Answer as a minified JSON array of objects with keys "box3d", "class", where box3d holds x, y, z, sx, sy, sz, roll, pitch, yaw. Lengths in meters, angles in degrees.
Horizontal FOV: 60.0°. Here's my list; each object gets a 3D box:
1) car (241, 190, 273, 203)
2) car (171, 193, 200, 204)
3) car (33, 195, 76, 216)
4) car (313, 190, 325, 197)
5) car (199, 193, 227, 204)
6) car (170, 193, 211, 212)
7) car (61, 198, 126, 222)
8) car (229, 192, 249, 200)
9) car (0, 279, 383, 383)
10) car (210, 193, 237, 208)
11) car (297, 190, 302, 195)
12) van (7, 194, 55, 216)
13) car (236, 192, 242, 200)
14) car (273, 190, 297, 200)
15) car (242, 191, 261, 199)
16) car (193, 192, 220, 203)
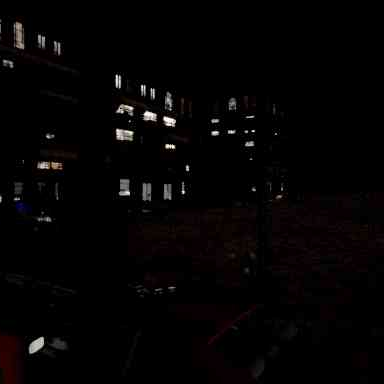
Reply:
[{"box3d":[9.173,0.877,46.608,2.008,1.369,4.403,2,2,35],"class":"car"},{"box3d":[-0.886,0.910,46.809,1.947,1.339,4.313,2,2,35],"class":"car"},{"box3d":[-10.367,1.232,28.619,2.033,1.411,5.357,1,1,35],"class":"car"},{"box3d":[28.898,0.259,75.639,1.882,1.535,5.008,1,1,35],"class":"car"},{"box3d":[3.102,0.916,47.981,1.895,1.301,4.718,1,1,35],"class":"car"},{"box3d":[-0.350,1.132,32.880,1.887,1.381,4.507,2,2,35],"class":"car"},{"box3d":[-6.698,1.329,23.730,1.947,1.339,4.313,2,2,35],"class":"car"},{"box3d":[8.636,0.650,60.536,1.947,1.339,4.313,2,2,35],"class":"car"},{"box3d":[-0.314,1.544,3.089,4.507,1.381,1.887,0,0,36],"class":"car"},{"box3d":[2.824,1.051,37.456,2.008,1.369,4.403,2,2,35],"class":"car"},{"box3d":[27.682,0.115,87.990,1.887,1.381,4.507,2,2,35],"class":"car"},{"box3d":[-13.581,1.036,28.500,1.690,1.788,3.998,2,2,35],"class":"van"},{"box3d":[9.081,0.726,51.054,1.882,1.535,5.008,1,1,35],"class":"car"},{"box3d":[15.619,0.676,55.899,1.752,1.417,4.829,2,2,35],"class":"car"},{"box3d":[11.714,0.526,64.971,1.752,1.417,4.829,2,2,35],"class":"car"},{"box3d":[2.288,0.808,51.384,2.008,1.369,4.403,2,2,35],"class":"car"}]
